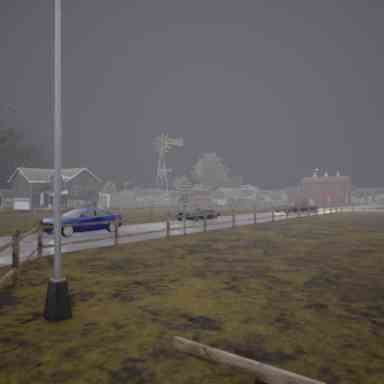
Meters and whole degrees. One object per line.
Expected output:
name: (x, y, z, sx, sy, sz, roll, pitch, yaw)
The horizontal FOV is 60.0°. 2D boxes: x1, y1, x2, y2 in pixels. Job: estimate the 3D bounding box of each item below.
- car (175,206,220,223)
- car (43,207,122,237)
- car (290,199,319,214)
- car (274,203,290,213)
car: (0.532, 1.959, 29.563, 1.895, 1.301, 4.718, 0, -1, 35)
car: (-6.436, 1.677, 19.729, 1.882, 1.535, 5.008, 0, 0, 36)
car: (15.977, 1.968, 46.354, 2.150, 2.045, 5.566, 0, -1, 35)
car: (13.692, 2.281, 48.085, 2.033, 1.411, 5.357, 0, -1, 36)
